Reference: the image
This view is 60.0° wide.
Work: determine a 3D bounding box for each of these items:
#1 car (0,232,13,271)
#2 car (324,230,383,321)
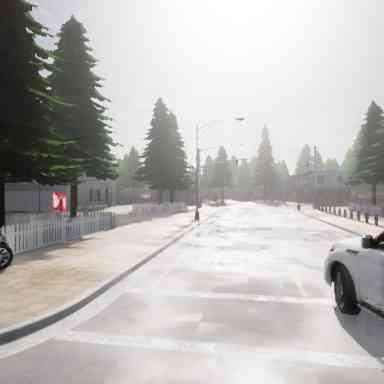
[{"bbox_3d":[-5.756,1.205,7.257,2.097,1.767,4.553,0,-1,-12],"label":"car"},{"bbox_3d":[3.916,1.235,4.494,2.150,2.045,5.566,0,0,-4],"label":"car"}]
